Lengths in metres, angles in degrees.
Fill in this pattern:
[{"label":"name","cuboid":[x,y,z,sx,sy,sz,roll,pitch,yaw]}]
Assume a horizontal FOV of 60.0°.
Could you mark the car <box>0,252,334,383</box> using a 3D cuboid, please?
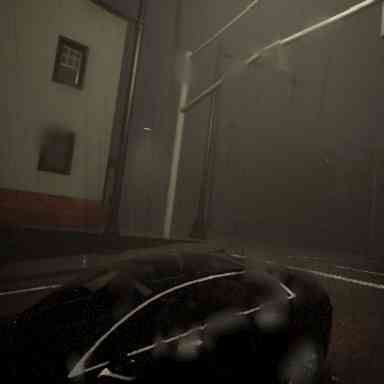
[{"label":"car","cuboid":[-0.461,1.513,3.535,4.892,1.490,1.837,-1,0,-35]}]
